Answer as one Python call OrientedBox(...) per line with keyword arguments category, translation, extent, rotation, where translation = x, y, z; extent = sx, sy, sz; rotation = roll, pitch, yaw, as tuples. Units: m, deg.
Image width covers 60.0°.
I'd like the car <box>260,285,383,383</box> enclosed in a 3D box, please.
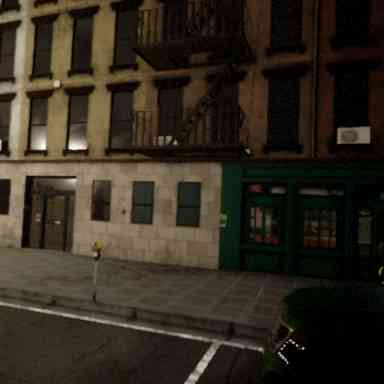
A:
OrientedBox(category="car", translation=(3.483, 1.531, 3.007), extent=(5.566, 2.045, 2.150), rotation=(1, -3, 19))
